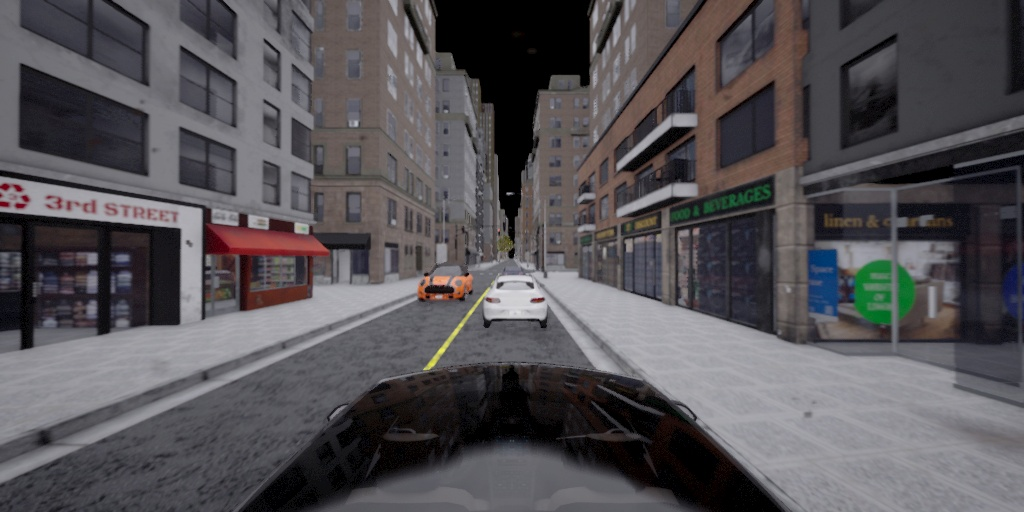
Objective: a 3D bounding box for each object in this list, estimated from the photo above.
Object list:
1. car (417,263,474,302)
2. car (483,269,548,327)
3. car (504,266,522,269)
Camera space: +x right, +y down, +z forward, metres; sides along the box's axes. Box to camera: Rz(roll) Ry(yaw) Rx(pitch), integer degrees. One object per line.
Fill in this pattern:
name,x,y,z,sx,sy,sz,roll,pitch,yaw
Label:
car,-3.097,1.174,17.496,2.097,1.767,4.553,0,0,0
car,0.098,1.320,11.586,1.812,1.442,4.674,0,0,0
car,0.098,1.484,30.288,1.895,1.301,4.718,0,0,0
